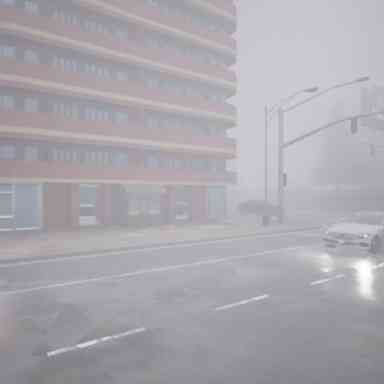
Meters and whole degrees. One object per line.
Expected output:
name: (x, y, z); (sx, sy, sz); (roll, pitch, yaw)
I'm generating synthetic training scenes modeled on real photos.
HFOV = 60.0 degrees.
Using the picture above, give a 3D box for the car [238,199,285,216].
car: (6.669, 1.478, 32.181); (1.882, 1.535, 5.008); (0, 0, -36)

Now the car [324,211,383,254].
car: (7.301, 1.526, 13.549); (4.674, 1.442, 1.812); (0, 0, -37)
